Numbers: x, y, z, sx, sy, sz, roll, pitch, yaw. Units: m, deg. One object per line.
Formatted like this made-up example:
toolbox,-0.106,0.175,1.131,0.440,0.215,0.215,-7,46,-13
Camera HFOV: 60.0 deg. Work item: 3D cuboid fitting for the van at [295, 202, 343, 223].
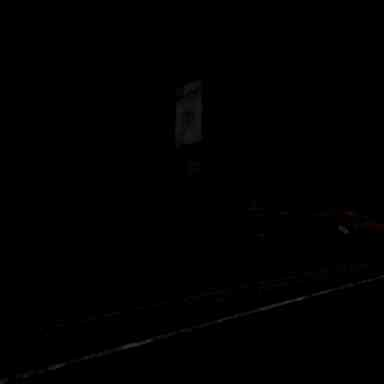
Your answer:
van,13.655,2.157,35.998,1.878,1.987,4.442,3,-2,-36

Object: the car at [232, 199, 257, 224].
car,4.548,1.657,29.542,2.435,2.045,5.566,2,-1,-36

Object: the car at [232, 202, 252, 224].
car,2.271,1.812,27.912,2.231,1.521,4.892,2,-1,-36

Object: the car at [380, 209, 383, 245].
car,8.028,1.753,16.942,2.097,1.535,5.008,2,-1,-36

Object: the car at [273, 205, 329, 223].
car,11.206,2.251,34.605,1.946,1.575,5.366,3,-2,-36

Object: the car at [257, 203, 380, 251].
car,5.563,1.527,15.180,2.185,1.767,4.553,2,-1,-36

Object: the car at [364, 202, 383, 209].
car,10.379,1.600,18.683,2.435,2.045,5.566,3,-2,-36

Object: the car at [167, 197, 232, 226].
car,0.134,1.470,26.329,2.435,2.045,5.566,2,-1,-36

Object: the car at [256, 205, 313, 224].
car,9.049,2.134,33.051,1.946,1.575,5.366,3,-2,-36
